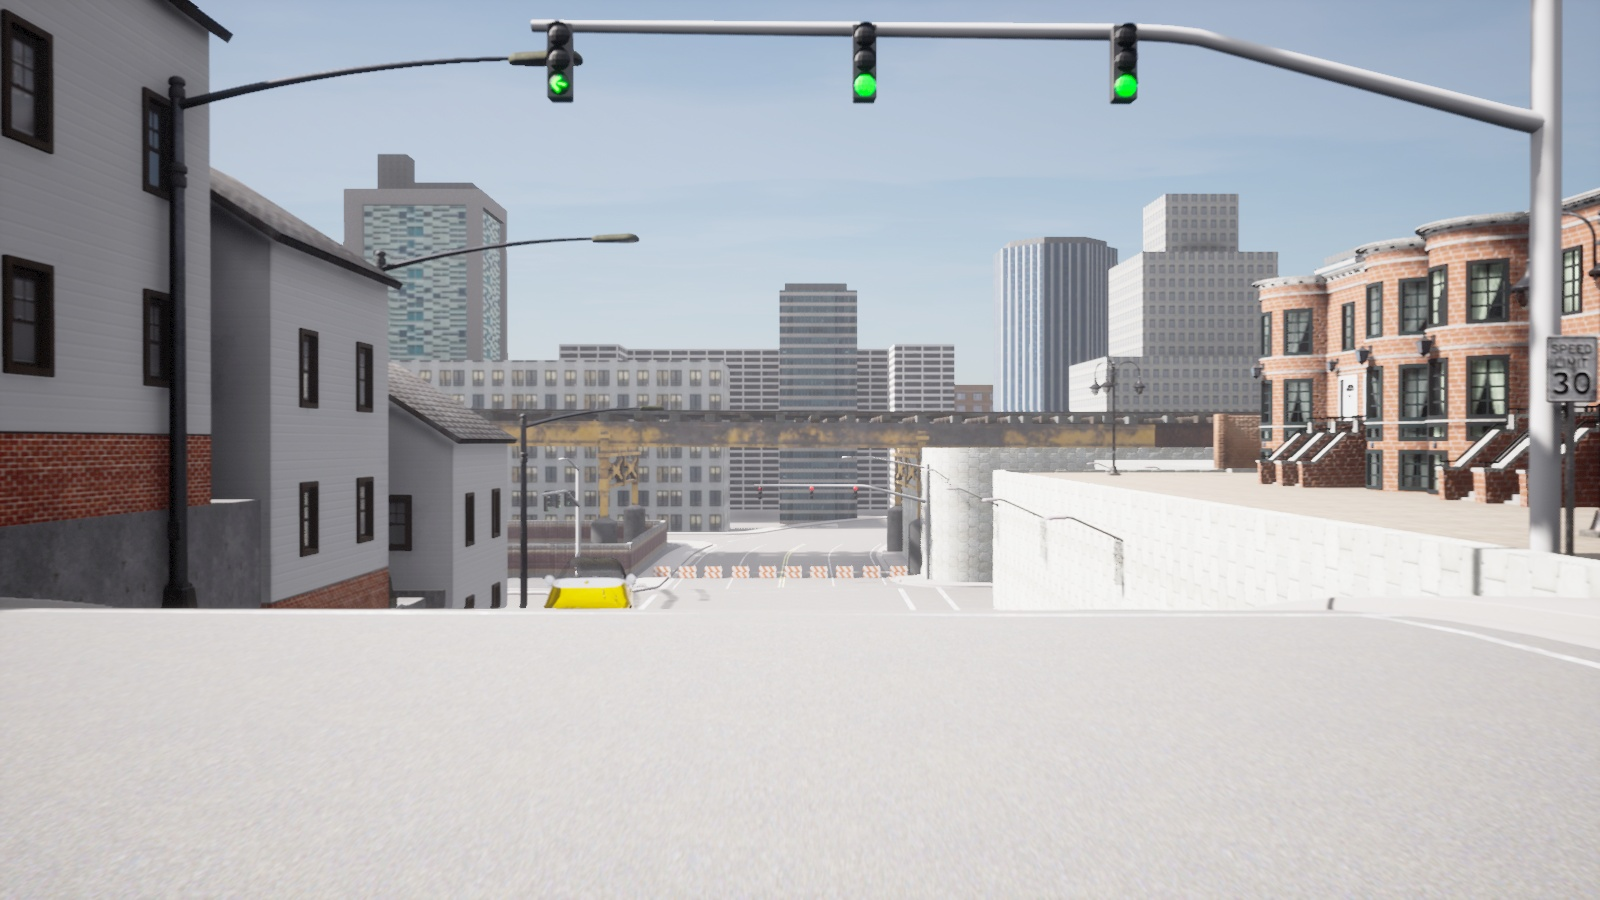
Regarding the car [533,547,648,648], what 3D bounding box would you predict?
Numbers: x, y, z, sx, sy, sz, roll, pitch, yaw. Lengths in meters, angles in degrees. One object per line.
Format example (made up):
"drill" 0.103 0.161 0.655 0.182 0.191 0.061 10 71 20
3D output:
"car" -3.376 2.447 20.546 1.481 1.376 2.207 -1 -13 0
